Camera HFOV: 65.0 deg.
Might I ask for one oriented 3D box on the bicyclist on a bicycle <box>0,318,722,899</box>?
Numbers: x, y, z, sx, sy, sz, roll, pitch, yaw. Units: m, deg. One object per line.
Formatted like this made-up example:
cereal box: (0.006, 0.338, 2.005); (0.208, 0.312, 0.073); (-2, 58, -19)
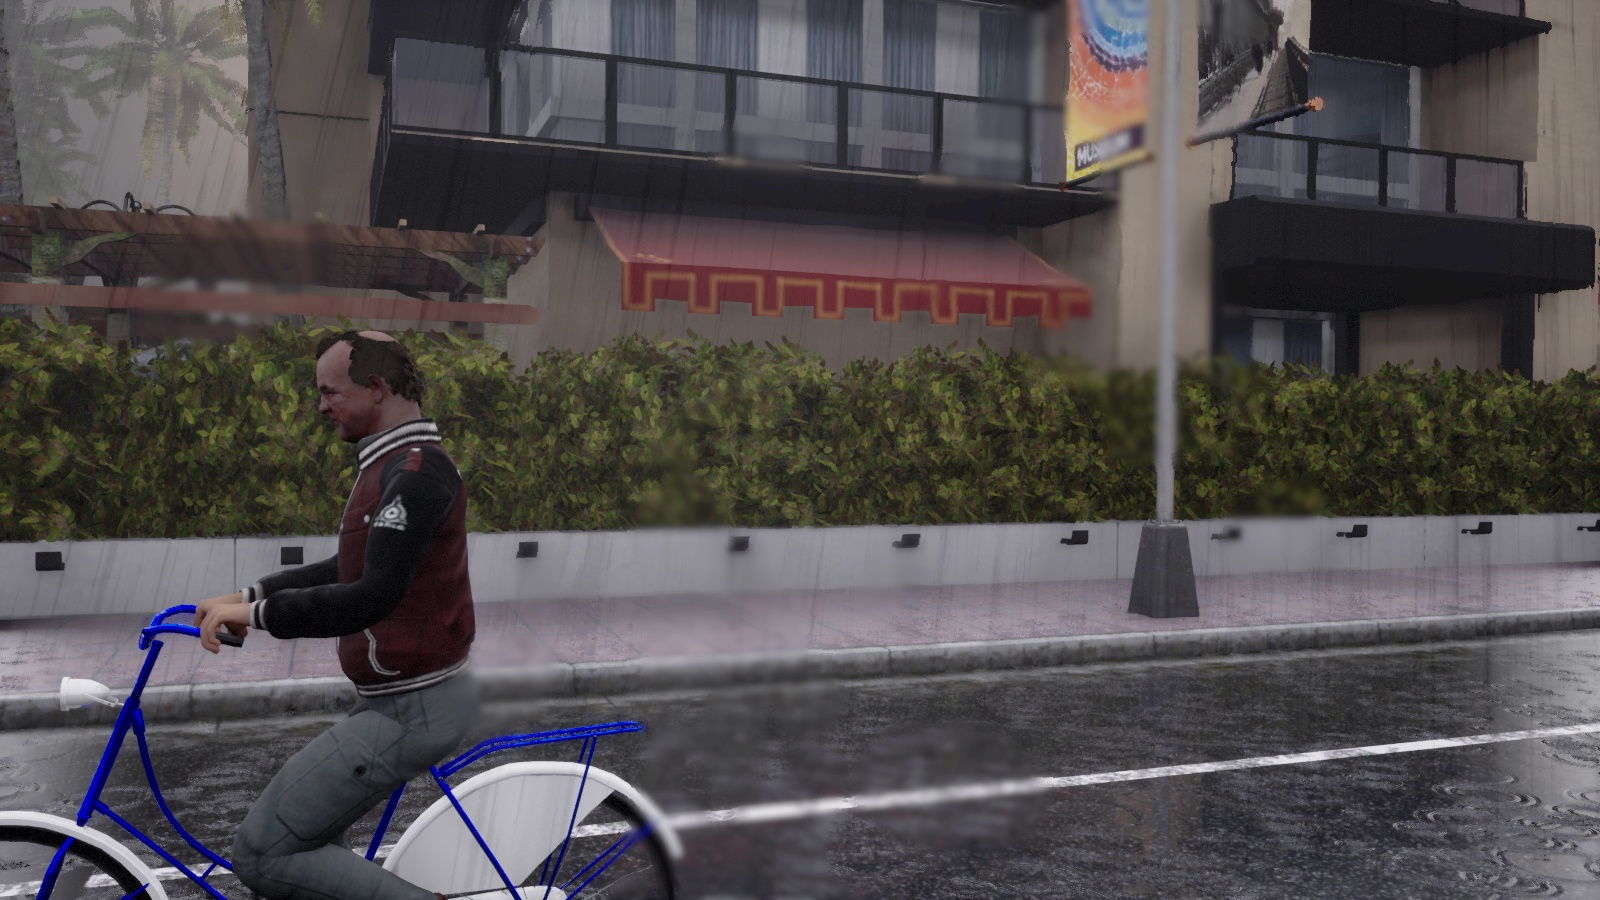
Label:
bicyclist on a bicycle: (-1.157, 0.636, 2.793); (1.843, 1.776, 0.659); (-1, 1, -21)
